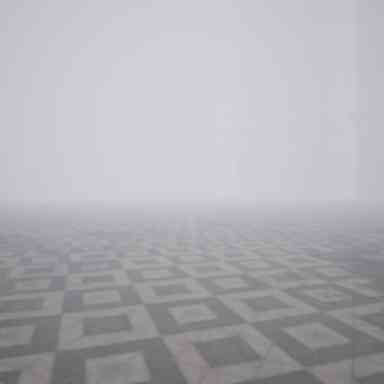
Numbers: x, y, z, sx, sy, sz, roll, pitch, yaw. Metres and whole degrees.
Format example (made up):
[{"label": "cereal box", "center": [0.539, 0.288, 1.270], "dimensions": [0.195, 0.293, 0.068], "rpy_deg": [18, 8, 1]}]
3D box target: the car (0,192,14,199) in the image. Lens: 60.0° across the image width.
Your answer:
[{"label": "car", "center": [-47.245, 0.881, 81.281], "dimensions": [2.192, 1.841, 5.009], "rpy_deg": [1, 1, 36]}]
